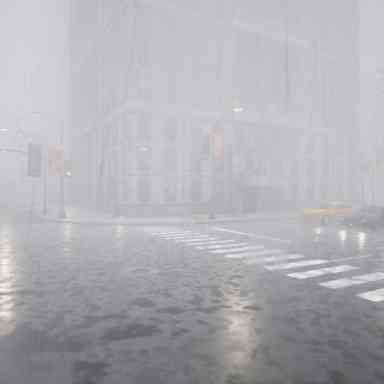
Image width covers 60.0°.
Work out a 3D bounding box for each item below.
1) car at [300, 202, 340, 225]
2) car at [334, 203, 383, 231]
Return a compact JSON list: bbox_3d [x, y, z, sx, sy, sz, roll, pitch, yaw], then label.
[{"bbox_3d":[10.041,1.478,24.001,5.008,1.535,1.882,0,0,-29],"label":"car"},{"bbox_3d":[11.729,1.547,20.940,5.357,1.411,2.033,0,0,-29],"label":"car"}]
